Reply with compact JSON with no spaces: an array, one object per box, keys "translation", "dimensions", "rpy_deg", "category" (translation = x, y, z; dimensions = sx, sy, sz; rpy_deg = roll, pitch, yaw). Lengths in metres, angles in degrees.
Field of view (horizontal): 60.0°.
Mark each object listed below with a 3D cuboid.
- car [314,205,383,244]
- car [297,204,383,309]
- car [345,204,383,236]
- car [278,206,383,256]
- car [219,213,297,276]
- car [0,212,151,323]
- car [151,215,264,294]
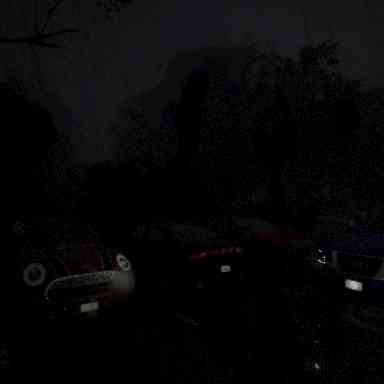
[{"translation":[8.592,1.489,15.689],"dimensions":[2.097,1.535,5.008],"rpy_deg":[0,0,-35],"category":"car"},{"translation":[4.991,1.226,7.236],"dimensions":[5.566,2.045,2.150],"rpy_deg":[0,0,-35],"category":"car"},{"translation":[10.892,1.491,17.327],"dimensions":[2.231,1.521,4.892],"rpy_deg":[0,0,-35],"category":"car"},{"translation":[6.292,1.487,14.051],"dimensions":[2.097,1.535,5.008],"rpy_deg":[0,0,-35],"category":"car"},{"translation":[1.584,1.484,10.712],"dimensions":[2.097,1.535,5.008],"rpy_deg":[0,0,-35],"category":"car"},{"translation":[-3.032,1.355,7.459],"dimensions":[2.185,1.767,4.553],"rpy_deg":[0,0,-35],"category":"car"},{"translation":[-0.711,1.482,9.067],"dimensions":[2.097,1.535,5.008],"rpy_deg":[0,0,-35],"category":"car"}]
